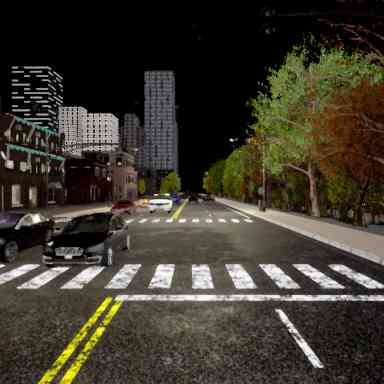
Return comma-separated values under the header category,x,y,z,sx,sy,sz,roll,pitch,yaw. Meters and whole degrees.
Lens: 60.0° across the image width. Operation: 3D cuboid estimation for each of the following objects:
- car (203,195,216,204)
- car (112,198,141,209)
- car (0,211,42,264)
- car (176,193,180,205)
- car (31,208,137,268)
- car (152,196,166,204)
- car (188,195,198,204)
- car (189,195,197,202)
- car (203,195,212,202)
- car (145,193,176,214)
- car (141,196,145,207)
category,x,y,z,sx,sy,sz,roll,pitch,yaw
car,3.494,1.464,63.987,2.128,1.511,4.902,0,0,0
car,-6.530,1.514,32.335,1.812,1.442,4.674,0,0,0
car,-6.575,1.489,11.973,2.128,1.511,4.902,0,0,0
car,-3.208,1.201,56.650,2.150,2.045,5.566,0,0,0
car,-3.325,1.502,11.382,1.837,1.490,4.892,0,0,0
car,-6.381,1.464,65.309,2.128,1.511,4.902,0,0,1
car,0.246,1.477,65.255,1.837,1.490,4.892,0,0,0
car,0.180,1.490,75.592,1.812,1.442,4.674,0,0,0
car,3.414,1.444,74.256,1.882,1.535,5.008,0,0,0
car,-3.268,1.210,35.607,2.150,2.045,5.566,0,0,0
car,-6.487,1.331,48.615,2.097,1.767,4.553,0,0,0
